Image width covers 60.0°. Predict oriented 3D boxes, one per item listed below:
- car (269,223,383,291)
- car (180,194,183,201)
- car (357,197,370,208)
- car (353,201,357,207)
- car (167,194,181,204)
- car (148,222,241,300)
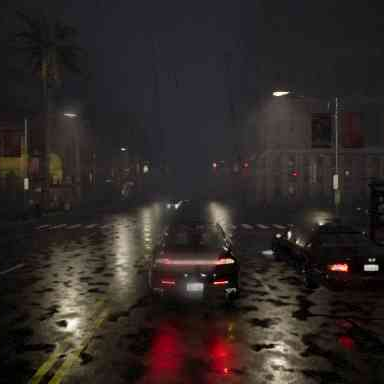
[{"bbox_3d":[3.565,1.547,9.087,2.033,1.411,5.357,0,0,0],"label":"car"},{"bbox_3d":[-3.479,1.478,74.296,1.882,1.535,5.008,0,0,0],"label":"car"},{"bbox_3d":[25.431,1.505,44.744,4.892,1.490,1.837,0,0,0],"label":"car"},{"bbox_3d":[26.051,1.477,48.254,5.008,1.535,1.882,0,0,0],"label":"car"},{"bbox_3d":[-3.551,1.601,62.038,1.895,1.301,4.718,0,0,0],"label":"car"},{"bbox_3d":[0.061,1.492,8.386,2.128,1.511,4.902,0,0,0],"label":"car"}]
